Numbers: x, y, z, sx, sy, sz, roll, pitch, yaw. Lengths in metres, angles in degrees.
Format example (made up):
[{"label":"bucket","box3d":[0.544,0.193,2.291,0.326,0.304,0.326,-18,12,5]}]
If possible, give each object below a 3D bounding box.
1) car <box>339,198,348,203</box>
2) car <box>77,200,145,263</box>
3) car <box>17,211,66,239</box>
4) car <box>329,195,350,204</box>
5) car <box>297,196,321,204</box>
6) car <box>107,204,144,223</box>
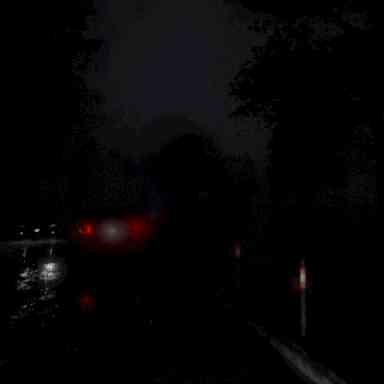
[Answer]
[{"label":"car","box3d":[38.214,2.219,84.036,1.895,1.301,4.718,-1,-2,22]},{"label":"car","box3d":[-3.099,1.306,12.694,2.150,2.045,5.566,0,0,-15]},{"label":"car","box3d":[-8.126,1.728,18.312,1.994,1.385,4.181,0,-1,-15]},{"label":"car","box3d":[32.552,1.694,74.050,2.150,2.045,5.566,-1,-1,44]},{"label":"car","box3d":[30.264,2.000,86.564,5.566,2.045,2.435,-1,-2,22]},{"label":"car","box3d":[-5.628,1.813,28.611,1.994,1.385,4.181,-1,-1,5]}]
